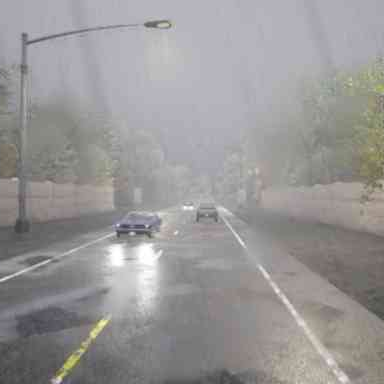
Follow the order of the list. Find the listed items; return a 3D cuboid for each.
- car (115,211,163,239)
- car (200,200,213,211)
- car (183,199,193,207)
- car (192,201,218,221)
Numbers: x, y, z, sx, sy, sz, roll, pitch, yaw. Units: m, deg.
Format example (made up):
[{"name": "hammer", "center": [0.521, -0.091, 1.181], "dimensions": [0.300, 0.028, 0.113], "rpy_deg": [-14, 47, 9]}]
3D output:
[{"name": "car", "center": [-2.855, 1.759, 18.592], "dimensions": [1.895, 1.301, 4.718], "rpy_deg": [0, -1, 2]}, {"name": "car", "center": [2.078, 2.007, 49.006], "dimensions": [1.812, 1.442, 4.674], "rpy_deg": [0, 0, 3]}, {"name": "car", "center": [-0.720, 2.091, 65.722], "dimensions": [2.128, 1.511, 4.902], "rpy_deg": [0, 0, 3]}, {"name": "car", "center": [1.378, 1.802, 30.710], "dimensions": [2.128, 1.511, 4.902], "rpy_deg": [0, -1, 2]}]
